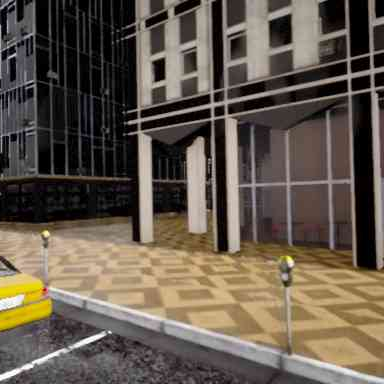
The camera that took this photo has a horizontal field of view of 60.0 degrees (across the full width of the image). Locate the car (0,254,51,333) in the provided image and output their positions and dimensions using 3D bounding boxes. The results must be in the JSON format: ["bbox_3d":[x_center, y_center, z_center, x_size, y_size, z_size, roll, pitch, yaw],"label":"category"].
[{"bbox_3d":[-4.538,1.589,6.133,4.829,1.417,1.752,-1,-1,36],"label":"car"}]
